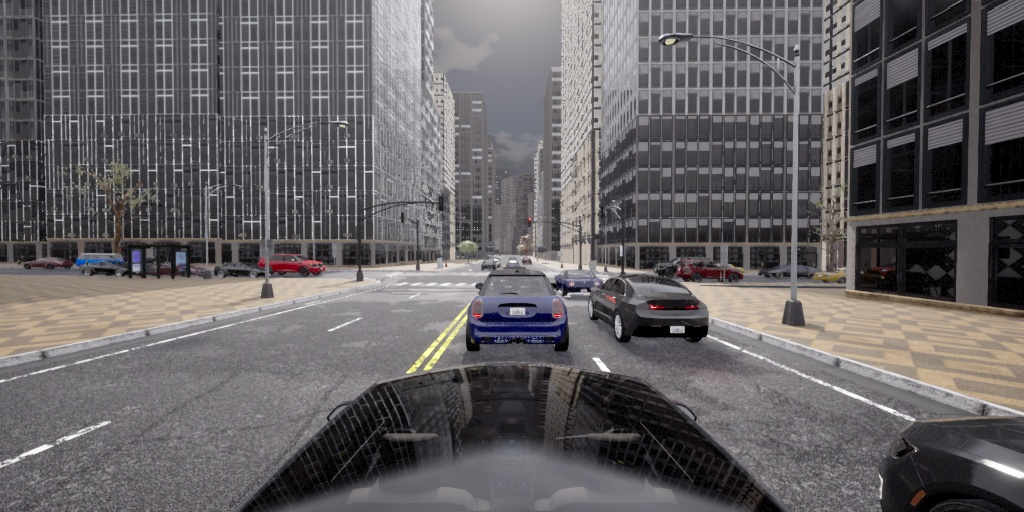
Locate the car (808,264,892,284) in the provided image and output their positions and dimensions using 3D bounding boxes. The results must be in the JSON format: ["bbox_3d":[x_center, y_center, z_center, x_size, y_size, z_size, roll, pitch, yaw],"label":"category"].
[{"bbox_3d":[27.689,1.579,29.491,4.829,1.417,1.751,0,0,1],"label":"car"}]

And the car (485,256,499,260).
[{"bbox_3d":[-3.260,1.192,50.645,1.882,1.535,5.008,0,0,0],"label":"car"}]

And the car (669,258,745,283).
[{"bbox_3d":[16.241,1.269,29.707,5.009,1.841,2.192,0,0,1],"label":"car"}]

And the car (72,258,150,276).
[{"bbox_3d":[-34.047,1.069,30.628,4.313,1.339,1.948,0,0,1],"label":"car"}]

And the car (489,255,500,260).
[{"bbox_3d":[-3.228,0.925,60.594,2.150,2.045,5.566,0,0,0],"label":"car"}]

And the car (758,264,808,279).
[{"bbox_3d":[27.379,1.506,35.276,5.357,1.411,2.033,0,1,1],"label":"car"}]

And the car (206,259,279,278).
[{"bbox_3d":[-22.683,1.174,30.302,4.313,1.339,1.948,0,0,1],"label":"car"}]

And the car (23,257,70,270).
[{"bbox_3d":[-50.905,0.793,39.433,4.207,1.307,1.802,0,0,1],"label":"car"}]

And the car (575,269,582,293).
[{"bbox_3d":[3.380,1.341,19.027,1.895,1.301,4.718,0,0,0],"label":"car"}]

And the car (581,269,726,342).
[{"bbox_3d":[3.363,1.251,9.717,1.837,1.490,4.892,0,0,0],"label":"car"}]

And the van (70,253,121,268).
[{"bbox_3d":[-45.223,0.605,39.308,3.998,1.789,1.690,0,0,1],"label":"van"}]

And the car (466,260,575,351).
[{"bbox_3d":[0.112,1.098,9.111,2.097,1.767,4.553,0,0,0],"label":"car"}]

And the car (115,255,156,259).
[{"bbox_3d":[-33.165,0.972,33.241,4.892,1.490,1.837,1,1,1],"label":"car"}]

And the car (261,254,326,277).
[{"bbox_3d":[-20.228,0.808,32.950,5.566,2.045,2.150,0,1,1],"label":"car"}]

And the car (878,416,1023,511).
[{"bbox_3d":[3.344,1.255,0.318,1.837,1.490,4.892,0,0,0],"label":"car"}]

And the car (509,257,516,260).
[{"bbox_3d":[0.154,1.275,54.674,1.994,1.385,4.181,0,0,1],"label":"car"}]

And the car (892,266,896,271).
[{"bbox_3d":[33.159,1.684,29.387,4.207,1.307,1.802,0,0,1],"label":"car"}]

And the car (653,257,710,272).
[{"bbox_3d":[16.986,1.089,35.467,5.566,2.045,2.150,1,1,1],"label":"car"}]

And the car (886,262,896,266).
[{"bbox_3d":[37.485,1.400,35.067,4.553,1.767,2.097,1,1,1],"label":"car"}]

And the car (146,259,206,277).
[{"bbox_3d":[-28.367,1.138,30.445,4.207,1.307,1.802,0,0,1],"label":"car"}]
